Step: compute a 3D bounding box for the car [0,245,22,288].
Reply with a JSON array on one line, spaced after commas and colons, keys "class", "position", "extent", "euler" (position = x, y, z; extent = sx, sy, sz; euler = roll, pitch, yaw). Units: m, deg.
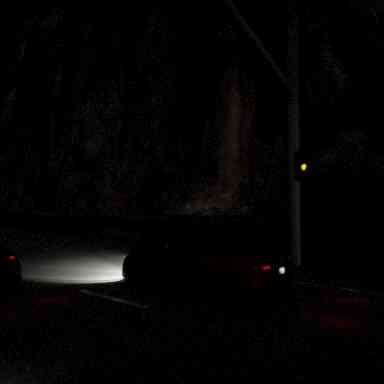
[{"class": "car", "position": [-6.151, 1.686, 8.392], "extent": [4.181, 1.385, 1.994], "euler": [-1, 0, 36]}]

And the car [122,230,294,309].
[{"class": "car", "position": [0.259, 1.629, 8.107], "extent": [4.181, 1.385, 1.994], "euler": [-1, -1, 36]}]
